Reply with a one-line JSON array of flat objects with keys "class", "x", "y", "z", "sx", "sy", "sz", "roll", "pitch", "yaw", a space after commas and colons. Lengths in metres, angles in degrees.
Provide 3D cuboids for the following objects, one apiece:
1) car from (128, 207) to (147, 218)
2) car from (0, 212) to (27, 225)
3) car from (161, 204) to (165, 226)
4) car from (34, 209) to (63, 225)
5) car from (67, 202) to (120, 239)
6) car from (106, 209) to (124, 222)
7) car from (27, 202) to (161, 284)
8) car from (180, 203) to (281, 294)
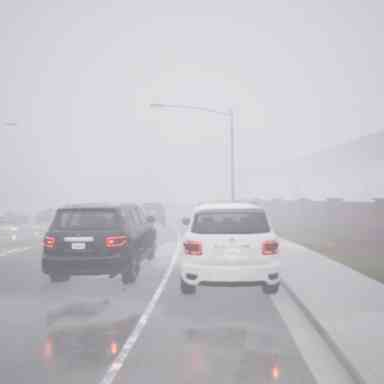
[{"class": "car", "x": -7.660, "y": 2.870, "z": 46.605, "sx": 1.812, "sy": 1.442, "sz": 4.674, "roll": 0, "pitch": -2, "yaw": -19}, {"class": "car", "x": -18.892, "y": 2.769, "z": 35.213, "sx": 1.895, "sy": 1.301, "sz": 4.718, "roll": -1, "pitch": -2, "yaw": -12}, {"class": "car", "x": -3.540, "y": 1.930, "z": 29.348, "sx": 2.150, "sy": 2.045, "sz": 5.566, "roll": -1, "pitch": -2, "yaw": -8}, {"class": "car", "x": -15.535, "y": 2.622, "z": 36.252, "sx": 1.882, "sy": 1.535, "sz": 5.008, "roll": -1, "pitch": -2, "yaw": -12}, {"class": "car", "x": -6.213, "y": 1.714, "z": 21.687, "sx": 2.150, "sy": 2.045, "sz": 5.566, "roll": -1, "pitch": -2, "yaw": -4}, {"class": "car", "x": -9.118, "y": 2.700, "z": 39.450, "sx": 1.994, "sy": 1.385, "sz": 4.181, "roll": 0, "pitch": -2, "yaw": -14}, {"class": "car", "x": -2.479, "y": 1.370, "z": 10.216, "sx": 2.150, "sy": 2.045, "sz": 5.566, "roll": -1, "pitch": -1, "yaw": 2}, {"class": "car", "x": 0.887, "y": 1.310, "z": 9.135, "sx": 2.150, "sy": 2.045, "sz": 5.566, "roll": -1, "pitch": -1, "yaw": 2}]
